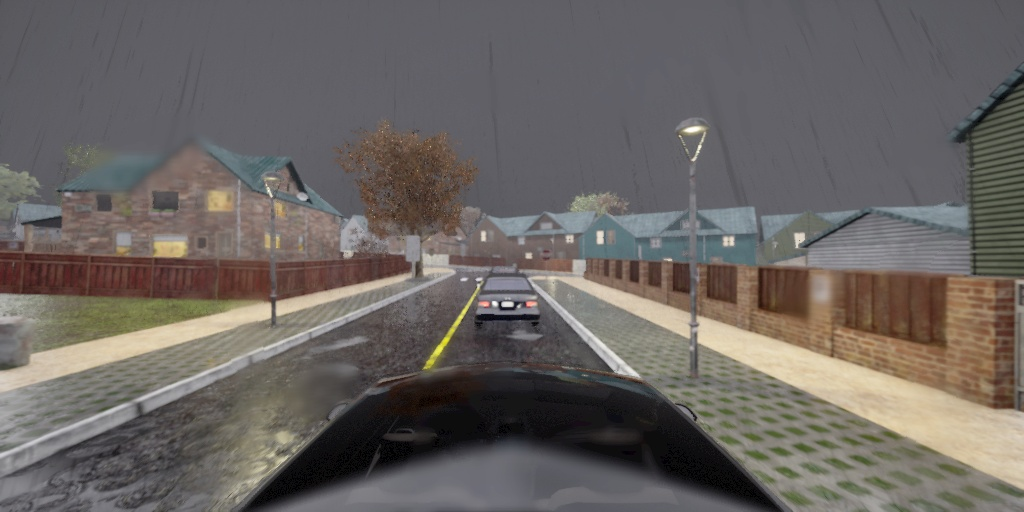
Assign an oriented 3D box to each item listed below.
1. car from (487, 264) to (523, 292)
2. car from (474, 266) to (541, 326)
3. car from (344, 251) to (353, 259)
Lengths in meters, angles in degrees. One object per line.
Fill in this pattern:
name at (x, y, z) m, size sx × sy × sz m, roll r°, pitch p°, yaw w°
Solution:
car at (-0.450, 1.217, 21.176) m, size 1.895 × 1.301 × 4.718 m, roll 0°, pitch 0°, yaw -1°
car at (-0.170, 1.233, 11.398) m, size 2.033 × 1.411 × 5.357 m, roll 0°, pitch 0°, yaw -2°
car at (-24.468, 0.021, 51.214) m, size 5.008 × 1.535 × 1.882 m, roll 2°, pitch 0°, yaw 31°
